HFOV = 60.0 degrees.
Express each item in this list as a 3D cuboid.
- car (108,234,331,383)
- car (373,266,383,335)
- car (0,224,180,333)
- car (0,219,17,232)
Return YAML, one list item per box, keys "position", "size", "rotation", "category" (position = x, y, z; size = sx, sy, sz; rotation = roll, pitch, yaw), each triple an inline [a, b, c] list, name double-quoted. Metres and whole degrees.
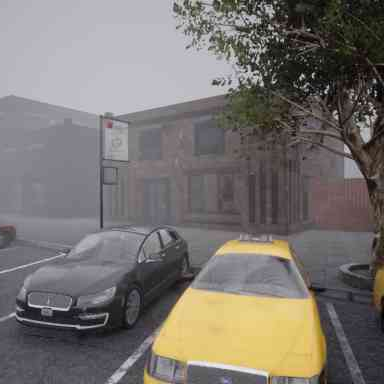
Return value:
- position: [0.962, 1.480, 5.186]
  size: [1.946, 1.575, 5.366]
  rotation: [1, -1, 16]
  category: "car"
- position: [3.405, 1.480, 3.442]
  size: [1.946, 1.575, 5.366]
  rotation: [1, -1, 16]
  category: "car"
- position: [-1.424, 1.487, 7.117]
  size: [2.231, 1.521, 4.892]
  rotation: [1, -1, 16]
  category: "car"
- position: [-8.741, 1.528, 12.359]
  size: [2.002, 1.452, 4.674]
  rotation: [1, -1, 16]
  category: "car"
